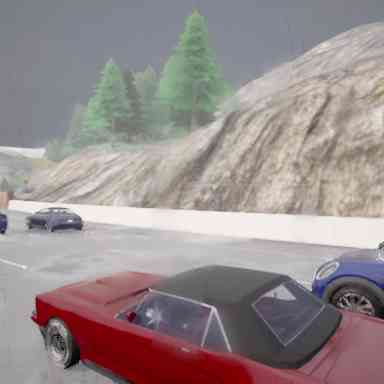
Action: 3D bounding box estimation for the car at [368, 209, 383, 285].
[{"bbox_3d":[6.846,1.375,7.803,4.553,1.767,2.097,0,0,35],"label":"car"}]

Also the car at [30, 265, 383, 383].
[{"bbox_3d":[0.059,1.609,4.039,4.718,1.301,1.895,0,0,36],"label":"car"}]

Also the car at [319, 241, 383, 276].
[{"bbox_3d":[4.326,1.368,5.301,4.553,1.767,2.097,0,0,35],"label":"car"}]

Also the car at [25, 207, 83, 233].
[{"bbox_3d":[-8.322,1.593,20.001,4.181,1.385,1.994,0,0,42],"label":"car"}]

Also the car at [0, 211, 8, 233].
[{"bbox_3d":[-12.040,1.500,18.652,5.008,1.535,1.882,0,0,42],"label":"car"}]
